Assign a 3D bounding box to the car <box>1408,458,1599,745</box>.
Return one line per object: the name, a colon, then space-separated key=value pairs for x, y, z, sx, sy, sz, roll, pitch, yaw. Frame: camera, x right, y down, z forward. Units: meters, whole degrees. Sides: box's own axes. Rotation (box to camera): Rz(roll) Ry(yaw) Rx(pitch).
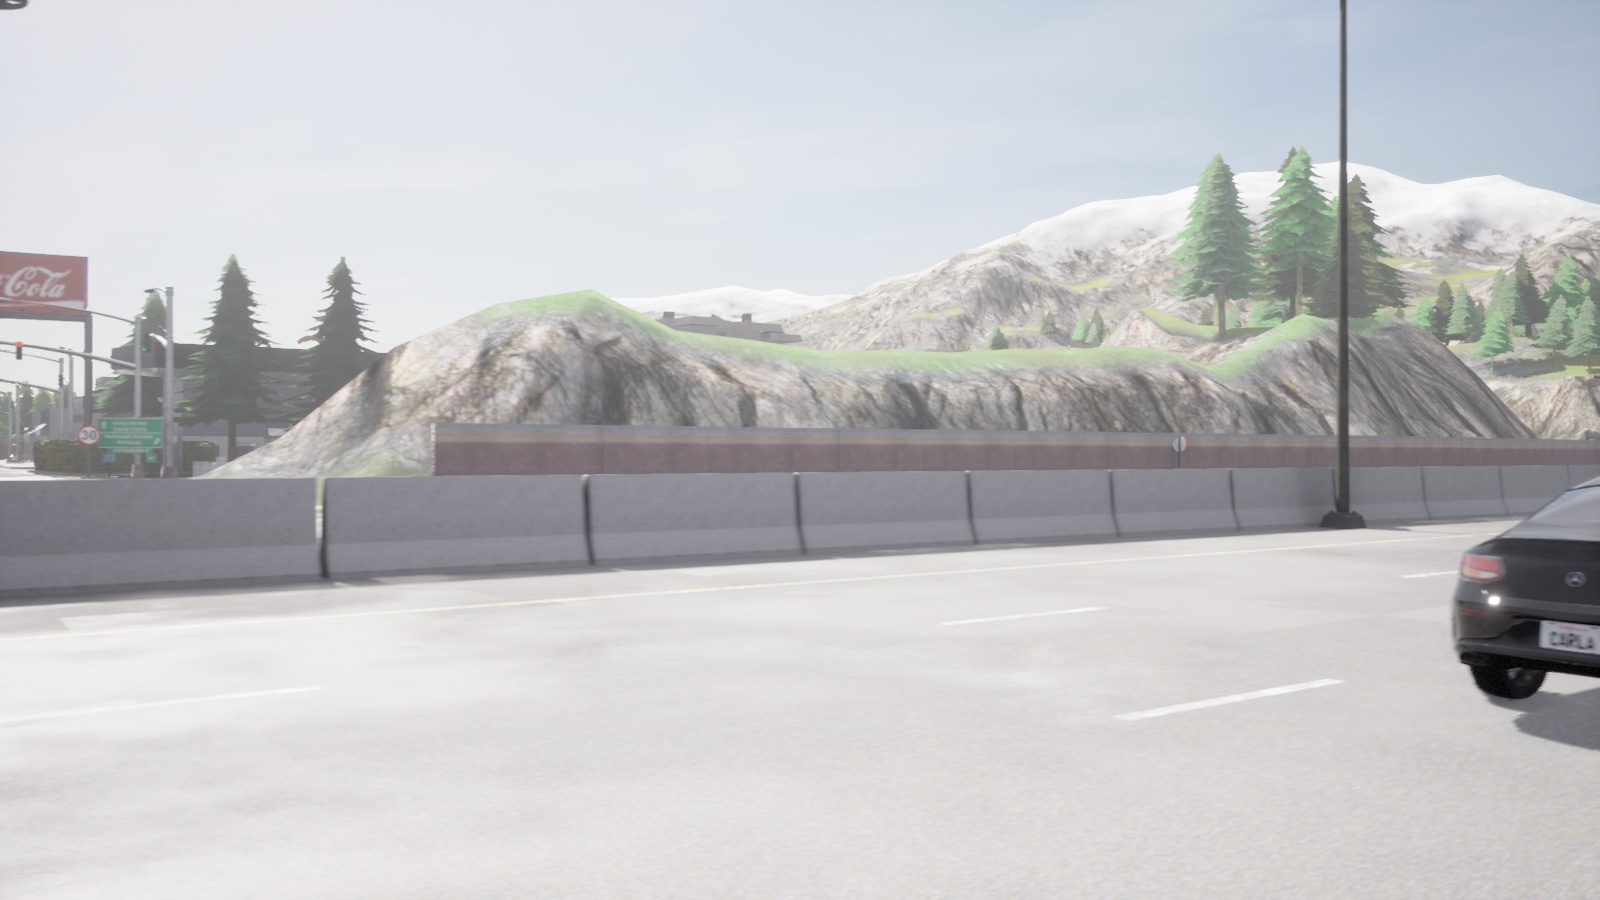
car: x=5.914 y=0.771 z=7.776 sx=4.674 sy=1.442 sz=1.812 roll=0 pitch=0 yaw=-35
